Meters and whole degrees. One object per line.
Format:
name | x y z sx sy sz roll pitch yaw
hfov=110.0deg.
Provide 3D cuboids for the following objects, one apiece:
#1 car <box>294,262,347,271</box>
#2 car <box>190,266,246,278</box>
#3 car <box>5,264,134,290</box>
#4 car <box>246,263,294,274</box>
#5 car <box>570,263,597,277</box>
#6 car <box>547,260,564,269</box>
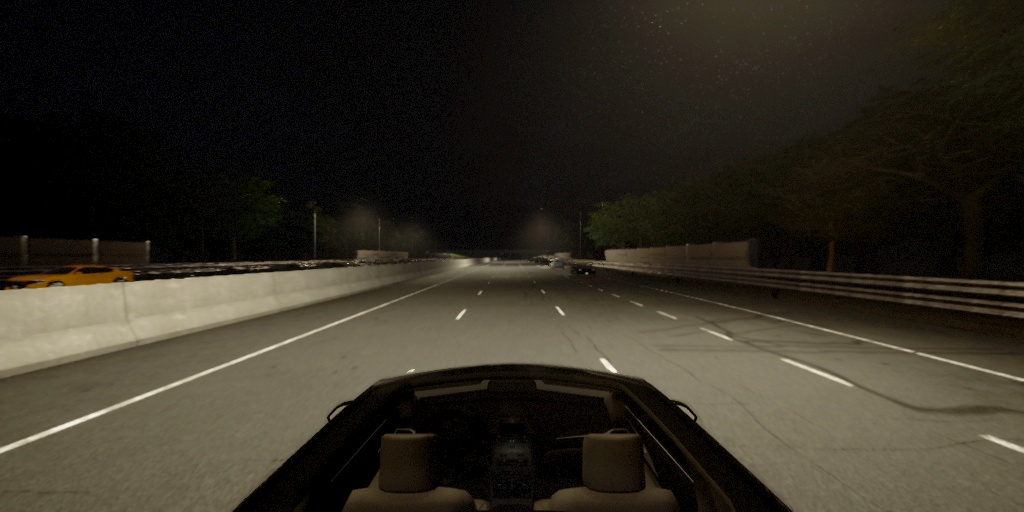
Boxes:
car | -14.073 1.253 27.452 1.882 1.535 5.008 0 0 0
car | -21.074 1.376 26.610 1.895 1.301 4.718 0 0 0
car | -24.577 1.247 20.227 1.882 1.535 5.008 0 0 0
car | -17.569 1.301 27.532 1.812 1.442 4.674 0 0 0
car | 7.009 1.356 35.825 1.895 1.301 4.718 0 0 0
car | 7.013 1.295 56.046 1.812 1.442 4.674 0 0 0
